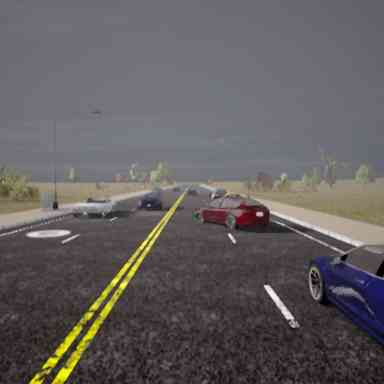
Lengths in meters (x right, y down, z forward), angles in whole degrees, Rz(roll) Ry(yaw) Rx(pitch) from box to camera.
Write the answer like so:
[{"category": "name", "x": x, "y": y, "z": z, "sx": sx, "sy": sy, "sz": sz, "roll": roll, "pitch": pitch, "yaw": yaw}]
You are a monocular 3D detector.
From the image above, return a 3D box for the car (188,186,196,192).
[{"category": "car", "x": -0.027, "y": -0.643, "z": 79.515, "sx": 1.895, "sy": 1.301, "sz": 4.718, "roll": 0, "pitch": 2, "yaw": 0}]

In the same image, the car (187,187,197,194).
[{"category": "car", "x": -0.018, "y": -0.085, "z": 58.481, "sx": 2.033, "sy": 1.411, "sz": 5.357, "roll": 0, "pitch": 2, "yaw": 0}]

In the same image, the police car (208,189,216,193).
[{"category": "police car", "x": 3.236, "y": 0.464, "z": 37.567, "sx": 2.038, "sy": 1.542, "sz": 4.974, "roll": 0, "pitch": 2, "yaw": 0}]

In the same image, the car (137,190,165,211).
[{"category": "car", "x": -3.357, "y": 0.793, "z": 27.873, "sx": 1.994, "sy": 1.385, "sz": 4.181, "roll": 0, "pitch": 2, "yaw": 0}]

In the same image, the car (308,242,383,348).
[{"category": "car", "x": 3.247, "y": 1.373, "z": 4.609, "sx": 2.163, "sy": 1.488, "sz": 4.792, "roll": 0, "pitch": 2, "yaw": 0}]

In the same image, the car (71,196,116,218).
[{"category": "car", "x": -6.608, "y": 0.971, "z": 22.770, "sx": 1.895, "sy": 1.301, "sz": 4.718, "roll": 0, "pitch": 2, "yaw": 0}]

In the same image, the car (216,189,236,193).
[{"category": "car", "x": 3.240, "y": 0.716, "z": 26.759, "sx": 1.801, "sy": 1.575, "sz": 5.366, "roll": 0, "pitch": 2, "yaw": 0}]

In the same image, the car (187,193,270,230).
[{"category": "car", "x": 1.973, "y": 1.020, "z": 17.470, "sx": 2.163, "sy": 1.488, "sz": 4.792, "roll": -1, "pitch": 2, "yaw": -30}]

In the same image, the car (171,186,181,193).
[{"category": "car", "x": -3.274, "y": -0.484, "z": 69.310, "sx": 1.994, "sy": 1.385, "sz": 4.181, "roll": 0, "pitch": 2, "yaw": 0}]

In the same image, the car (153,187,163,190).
[{"category": "car", "x": -6.551, "y": -0.299, "z": 64.004, "sx": 2.128, "sy": 1.511, "sz": 4.902, "roll": 0, "pitch": 2, "yaw": 1}]
